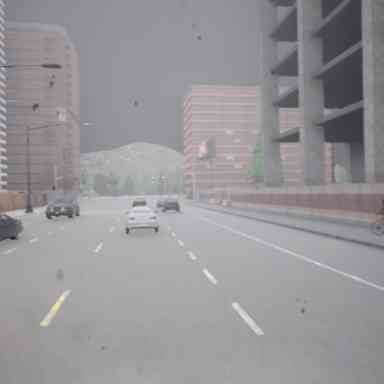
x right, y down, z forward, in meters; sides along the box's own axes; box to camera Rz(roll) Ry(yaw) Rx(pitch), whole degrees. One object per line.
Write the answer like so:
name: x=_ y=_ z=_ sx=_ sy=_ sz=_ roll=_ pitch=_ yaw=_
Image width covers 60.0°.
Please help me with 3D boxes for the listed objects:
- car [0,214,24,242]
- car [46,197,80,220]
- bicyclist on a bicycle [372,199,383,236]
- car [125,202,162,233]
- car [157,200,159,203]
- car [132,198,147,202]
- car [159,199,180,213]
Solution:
car: x=-9.565 y=1.747 z=15.473 sx=2.033 sy=1.411 sz=5.357 roll=-1 pitch=0 yaw=-9
car: x=-12.177 y=1.477 z=31.729 sx=2.150 sy=2.045 sz=5.566 roll=-1 pitch=0 yaw=-9
bicyclist on a bicycle: x=8.742 y=1.126 z=14.828 sx=1.656 sy=1.620 sz=0.582 roll=-1 pitch=0 yaw=-9
car: x=-3.057 y=1.592 z=20.303 sx=1.812 sy=1.442 sz=4.674 roll=-1 pitch=0 yaw=-9
car: x=-4.231 y=1.697 z=48.925 sx=1.895 sy=1.301 sz=4.718 roll=-1 pitch=0 yaw=-9
car: x=-7.238 y=1.634 z=46.110 sx=1.882 sy=1.535 sz=5.008 roll=-1 pitch=0 yaw=-9
car: x=-2.482 y=1.563 z=38.385 sx=1.837 sy=1.490 sz=4.892 roll=-1 pitch=0 yaw=-9
